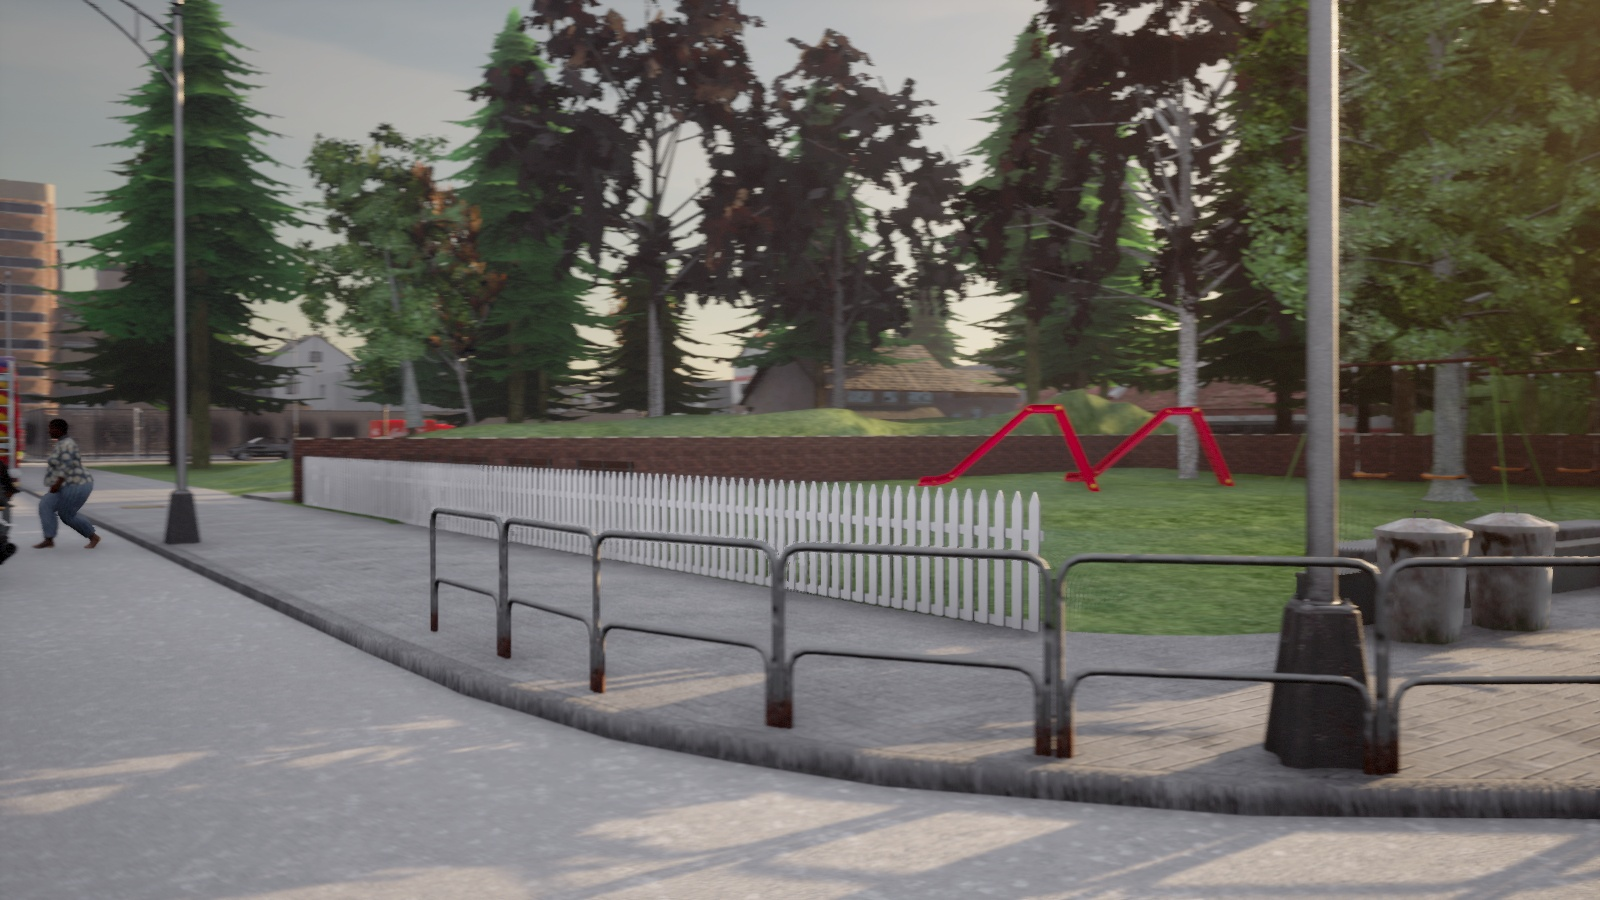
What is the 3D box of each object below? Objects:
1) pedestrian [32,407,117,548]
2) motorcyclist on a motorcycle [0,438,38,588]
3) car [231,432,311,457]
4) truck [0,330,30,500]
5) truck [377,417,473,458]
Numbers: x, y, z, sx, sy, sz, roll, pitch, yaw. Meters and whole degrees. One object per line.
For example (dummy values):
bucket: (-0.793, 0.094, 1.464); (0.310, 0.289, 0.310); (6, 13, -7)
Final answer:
pedestrian: (-9.903, 0.351, 17.133); (0.900, 1.855, 0.874); (0, 1, -37)
motorcyclist on a motorcycle: (-8.892, 0.638, 13.703); (0.866, 1.530, 2.191); (0, 1, -35)
car: (-32.345, -0.331, 76.847); (4.193, 1.474, 1.816); (0, 1, -35)
truck: (-21.151, -0.851, 31.244); (2.891, 3.827, 8.468); (0, 1, -35)
truck: (-23.360, -0.809, 78.252); (5.204, 2.467, 2.627); (0, 1, -35)
